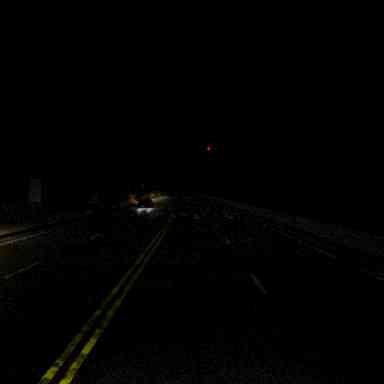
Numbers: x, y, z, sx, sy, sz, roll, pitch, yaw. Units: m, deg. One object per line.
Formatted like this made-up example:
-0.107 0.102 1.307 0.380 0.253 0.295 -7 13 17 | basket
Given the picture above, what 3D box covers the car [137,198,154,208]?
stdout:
-6.492 1.514 47.049 2.033 1.411 5.357 0 0 0 | car
